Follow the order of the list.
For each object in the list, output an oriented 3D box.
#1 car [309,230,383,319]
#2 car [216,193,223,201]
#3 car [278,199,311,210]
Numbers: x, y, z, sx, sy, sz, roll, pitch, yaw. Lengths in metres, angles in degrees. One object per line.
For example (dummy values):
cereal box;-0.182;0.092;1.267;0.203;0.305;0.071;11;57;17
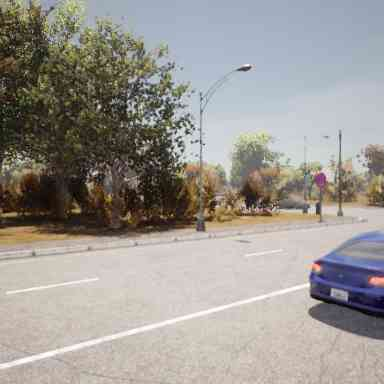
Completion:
car;4.299;1.521;6.821;4.674;1.442;1.812;0;0;-36
car;4.129;1.129;56.084;2.150;2.045;5.566;0;1;-32
car;12.954;1.540;42.118;1.994;1.385;4.181;0;0;-32
